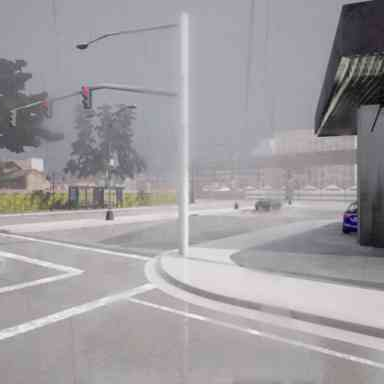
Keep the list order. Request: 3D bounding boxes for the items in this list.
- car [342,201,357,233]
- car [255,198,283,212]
[{"bbox_3d":[9.530,1.295,17.671,2.242,1.667,4.611,0,0,37],"label":"car"},{"bbox_3d":[9.089,1.504,39.183,1.837,1.490,4.892,0,0,36],"label":"car"}]
